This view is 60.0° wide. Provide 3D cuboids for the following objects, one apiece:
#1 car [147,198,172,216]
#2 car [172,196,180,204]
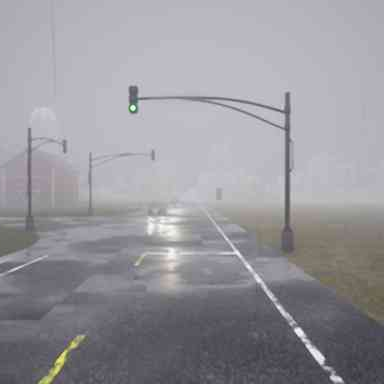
[{"bbox_3d":[-3.534,1.690,34.673,2.128,1.511,4.902,0,0,0],"label":"car"},{"bbox_3d":[-3.568,1.656,70.801,2.097,1.767,4.553,0,0,0],"label":"car"}]
